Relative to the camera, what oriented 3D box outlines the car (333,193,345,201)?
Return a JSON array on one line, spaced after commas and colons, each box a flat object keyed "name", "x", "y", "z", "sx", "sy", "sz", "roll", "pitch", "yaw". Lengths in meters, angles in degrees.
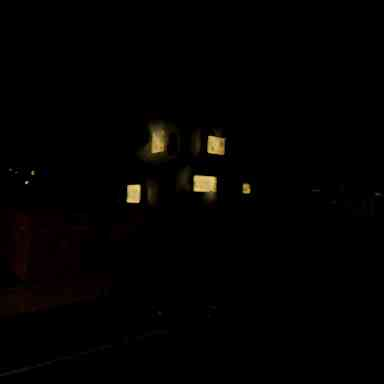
[{"name": "car", "x": 21.249, "y": 0.707, "z": 47.696, "sx": 2.128, "sy": 1.511, "sz": 4.902, "roll": 2, "pitch": 2, "yaw": -3}]
